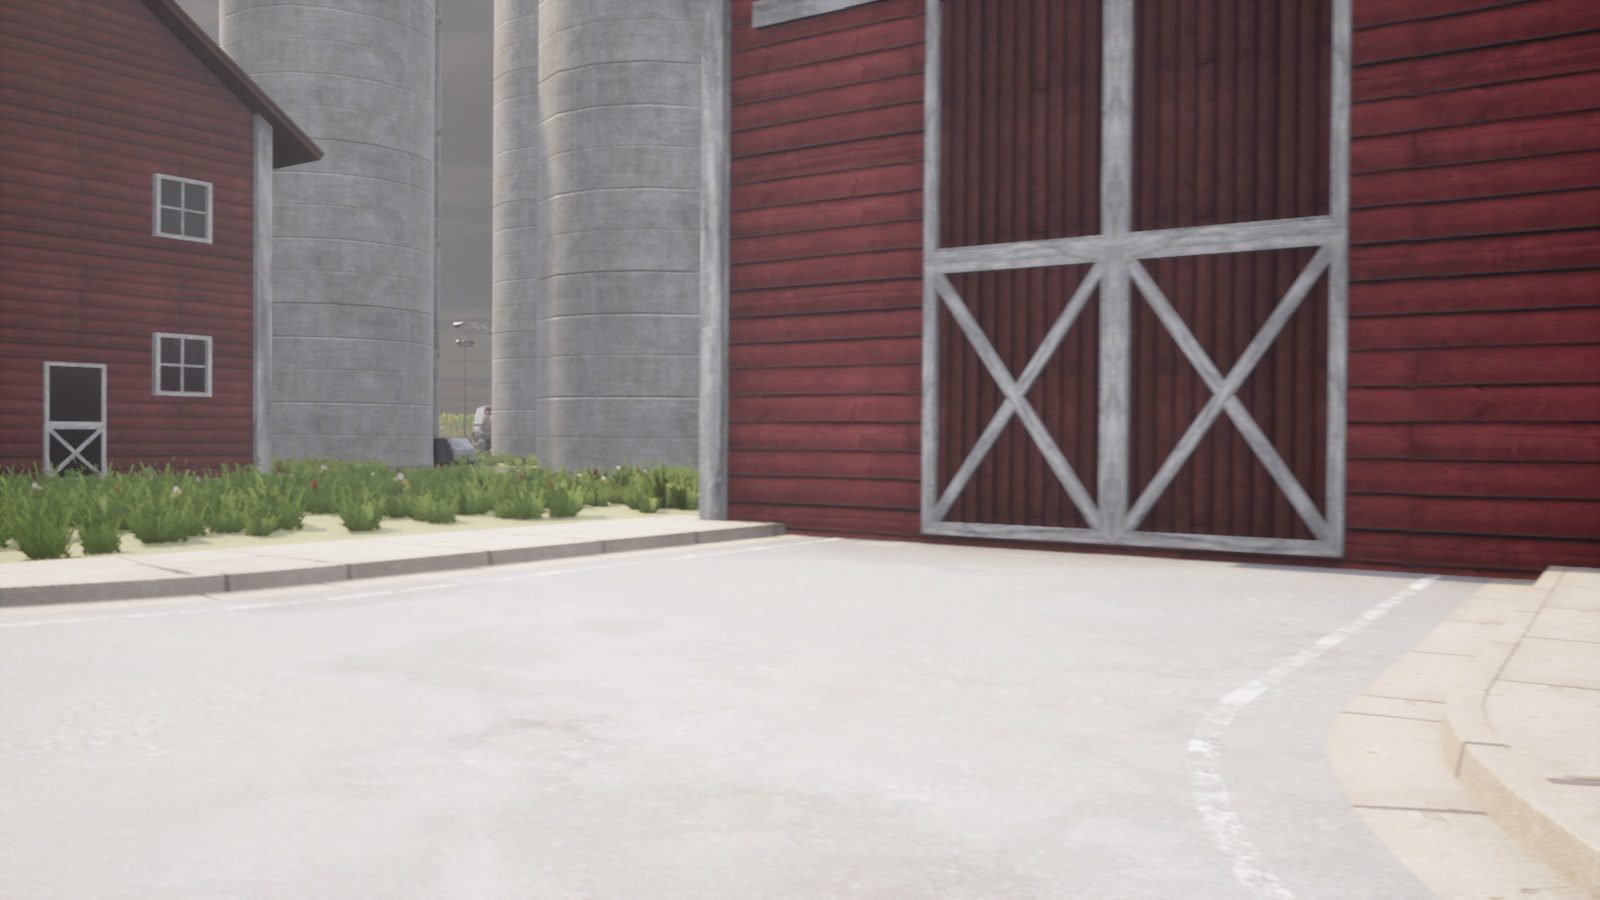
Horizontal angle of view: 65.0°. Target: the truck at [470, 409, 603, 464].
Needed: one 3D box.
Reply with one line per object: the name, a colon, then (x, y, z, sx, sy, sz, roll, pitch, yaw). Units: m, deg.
truck: (-16.999, -0.895, 81.076, 7.936, 3.462, 2.891, -1, 1, -25)
